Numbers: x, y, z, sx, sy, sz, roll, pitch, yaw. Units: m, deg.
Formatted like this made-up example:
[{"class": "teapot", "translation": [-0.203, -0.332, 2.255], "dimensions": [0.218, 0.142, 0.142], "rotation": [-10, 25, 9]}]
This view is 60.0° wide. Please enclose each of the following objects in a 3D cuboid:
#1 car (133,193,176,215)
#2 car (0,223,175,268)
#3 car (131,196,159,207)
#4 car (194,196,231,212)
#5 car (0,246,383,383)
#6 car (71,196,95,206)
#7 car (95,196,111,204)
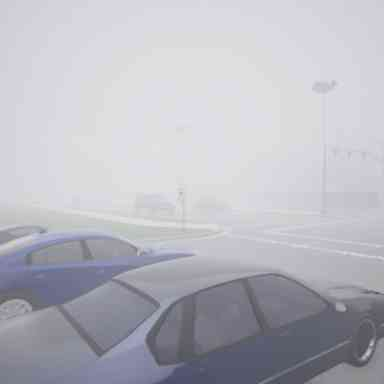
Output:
[{"class": "car", "translation": [-3.864, 1.158, 33.281], "dimensions": [2.150, 2.045, 5.566], "rotation": [0, 0, -36]}, {"class": "car", "translation": [-2.055, 1.470, 6.598], "dimensions": [5.008, 1.535, 1.882], "rotation": [0, 0, -35]}, {"class": "car", "translation": [-7.036, 1.402, 49.504], "dimensions": [2.128, 1.511, 4.902], "rotation": [0, 0, -36]}, {"class": "car", "translation": [2.223, 1.261, 36.821], "dimensions": [2.097, 1.767, 4.553], "rotation": [0, 0, -36]}, {"class": "car", "translation": [0.341, 1.538, 4.004], "dimensions": [5.357, 1.411, 2.033], "rotation": [0, 0, -35]}, {"class": "car", "translation": [-17.448, 1.430, 51.959], "dimensions": [2.128, 1.511, 4.902], "rotation": [0, 0, -36]}, {"class": "car", "translation": [-17.416, 1.514, 64.002], "dimensions": [2.033, 1.411, 5.357], "rotation": [0, 0, -36]}]
